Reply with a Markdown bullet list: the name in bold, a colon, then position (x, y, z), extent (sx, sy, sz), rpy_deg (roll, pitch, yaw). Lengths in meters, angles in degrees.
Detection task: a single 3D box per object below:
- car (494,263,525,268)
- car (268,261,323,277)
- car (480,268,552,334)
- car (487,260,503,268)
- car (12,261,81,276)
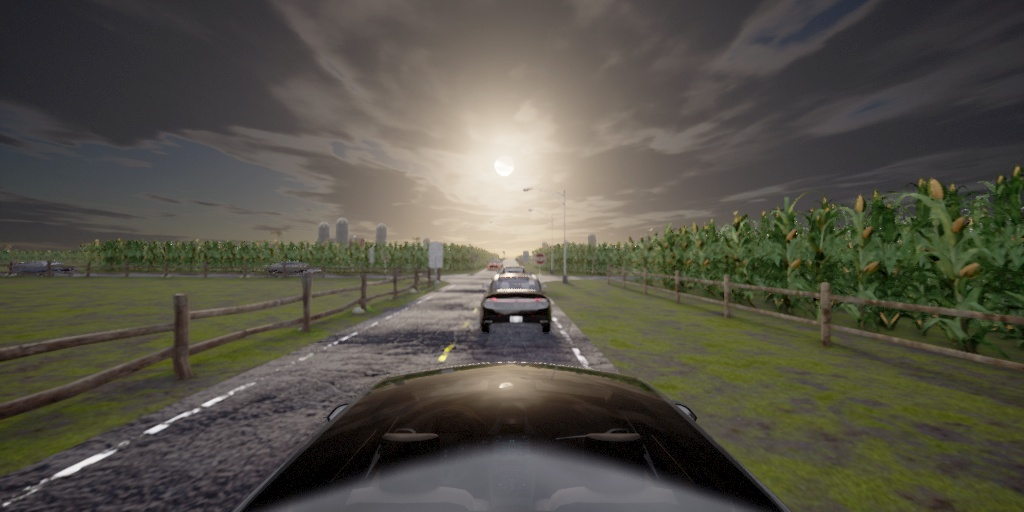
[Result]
- **car**: position (0.137, 1.359, 22.401), extent (1.837, 1.490, 4.892), rpy_deg (0, 0, 1)
- **car**: position (-21.347, 1.276, 35.437), extent (4.902, 1.511, 2.128), rpy_deg (0, -1, 1)
- **car**: position (0.098, 1.289, 10.868), extent (2.128, 1.511, 4.902), rpy_deg (0, 0, 0)
- **car**: position (-2.836, 1.363, 57.828), extent (2.097, 1.767, 4.553), rpy_deg (0, 0, 0)
- **car**: position (-46.517, 1.209, 35.733), extent (5.357, 1.411, 2.033), rpy_deg (0, -1, 1)
